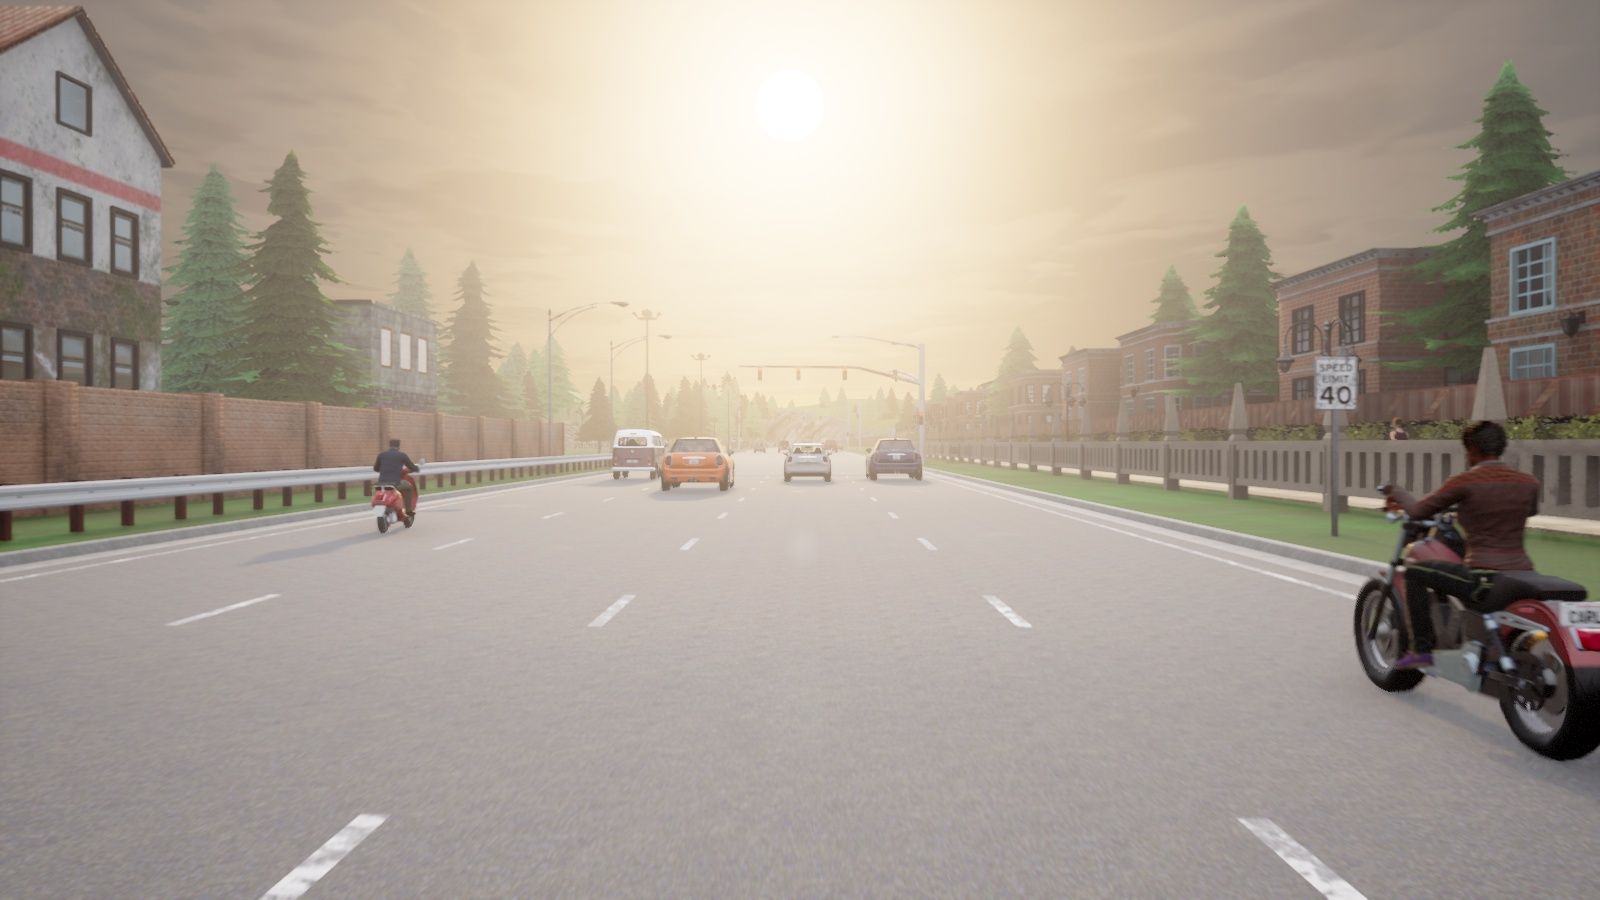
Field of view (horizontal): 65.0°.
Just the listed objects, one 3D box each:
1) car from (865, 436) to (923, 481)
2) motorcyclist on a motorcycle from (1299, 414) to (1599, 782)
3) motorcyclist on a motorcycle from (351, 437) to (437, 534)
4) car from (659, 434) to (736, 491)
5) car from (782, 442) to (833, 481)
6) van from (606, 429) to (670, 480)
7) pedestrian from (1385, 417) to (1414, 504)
[{"bbox_3d":[3.811,0.317,51.681,2.097,1.767,4.553,0,0,0],"label":"car"},{"bbox_3d":[3.554,0.661,6.813,0.766,1.649,2.350,0,0,0],"label":"motorcyclist on a motorcycle"},{"bbox_3d":[-6.863,0.574,21.339,0.866,1.590,1.817,0,0,0],"label":"motorcyclist on a motorcycle"},{"bbox_3d":[-3.252,0.372,40.784,2.097,1.767,4.553,0,0,0],"label":"car"},{"bbox_3d":[0.301,0.430,50.037,1.970,1.475,3.806,0,0,0],"label":"car"},{"bbox_3d":[-6.685,0.169,52.403,2.069,2.038,4.480,0,0,0],"label":"van"},{"bbox_3d":[12.835,0.214,26.895,0.345,1.836,0.594,0,0,0],"label":"pedestrian"}]
